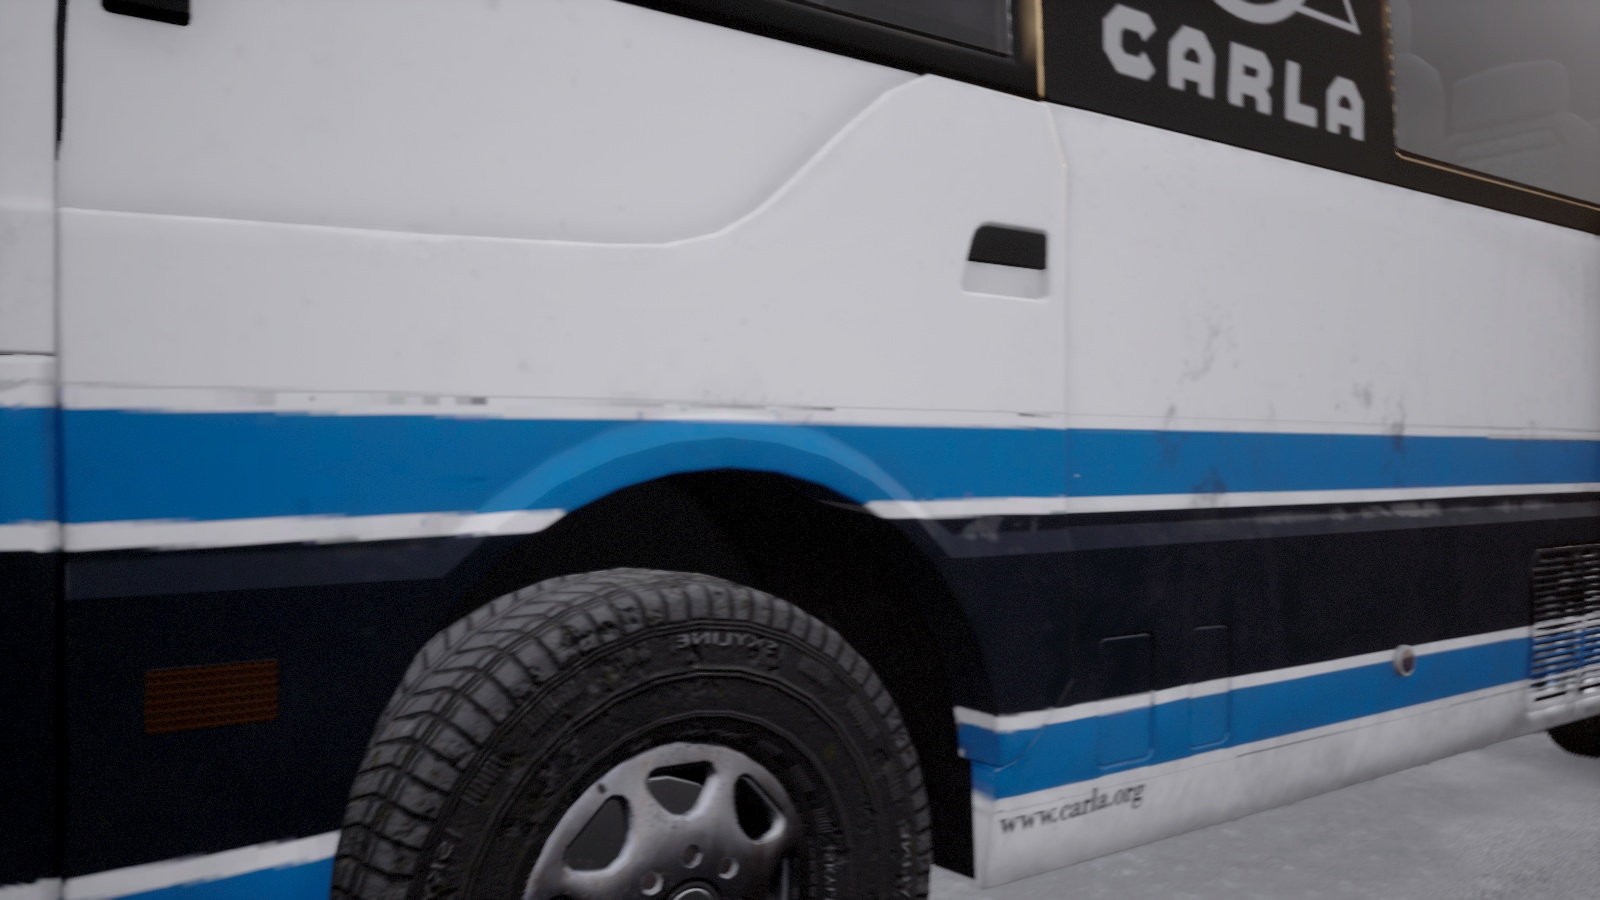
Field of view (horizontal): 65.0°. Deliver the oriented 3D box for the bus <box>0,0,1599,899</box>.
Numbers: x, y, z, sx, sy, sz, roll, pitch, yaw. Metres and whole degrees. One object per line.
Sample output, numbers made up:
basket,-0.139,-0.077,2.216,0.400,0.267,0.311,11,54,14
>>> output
bus,1.207,-0.620,5.229,10.273,4.253,3.944,0,0,-36
